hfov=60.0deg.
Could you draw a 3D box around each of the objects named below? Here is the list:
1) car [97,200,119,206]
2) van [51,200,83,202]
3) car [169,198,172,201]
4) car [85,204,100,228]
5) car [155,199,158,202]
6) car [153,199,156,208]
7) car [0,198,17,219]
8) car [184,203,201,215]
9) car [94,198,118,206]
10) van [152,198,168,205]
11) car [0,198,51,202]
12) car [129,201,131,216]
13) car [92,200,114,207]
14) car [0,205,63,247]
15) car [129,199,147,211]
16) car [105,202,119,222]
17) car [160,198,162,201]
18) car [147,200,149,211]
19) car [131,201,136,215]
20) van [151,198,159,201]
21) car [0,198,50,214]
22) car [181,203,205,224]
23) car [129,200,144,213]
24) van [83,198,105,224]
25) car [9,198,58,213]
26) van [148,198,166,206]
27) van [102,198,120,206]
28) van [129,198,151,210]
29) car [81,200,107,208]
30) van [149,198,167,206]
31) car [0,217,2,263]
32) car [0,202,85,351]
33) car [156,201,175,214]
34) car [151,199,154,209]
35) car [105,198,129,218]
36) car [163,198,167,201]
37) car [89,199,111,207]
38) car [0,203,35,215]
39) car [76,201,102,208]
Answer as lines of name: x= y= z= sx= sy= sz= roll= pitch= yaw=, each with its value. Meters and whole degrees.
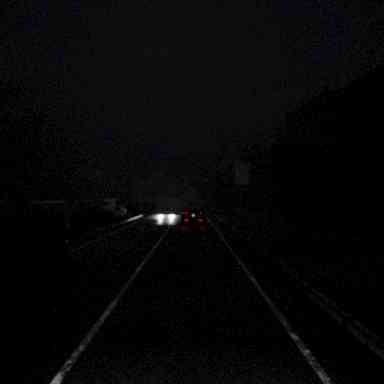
car: x=-22.212 y=2.897 z=88.011 sx=5.366 sy=1.575 sz=1.946 roll=0 pitch=-1 yaw=0
van: x=-8.732 y=1.470 z=18.500 sx=4.442 sy=1.987 sz=1.878 roll=0 pitch=-1 yaw=0
car: x=-8.923 y=2.708 z=91.374 sx=5.566 sy=2.045 sz=2.435 roll=0 pitch=-1 yaw=0
car: x=-8.845 y=1.739 z=21.301 sx=4.892 sy=1.521 sz=2.231 roll=0 pitch=-1 yaw=0
car: x=-8.897 y=2.347 z=57.735 sx=5.008 sy=1.535 sz=2.097 roll=0 pitch=-1 yaw=0
car: x=-8.869 y=2.326 z=54.932 sx=4.792 sy=1.488 sz=2.163 roll=0 pitch=-1 yaw=0
car: x=-21.921 y=1.697 z=35.128 sx=5.566 sy=2.045 sz=2.435 roll=0 pitch=-1 yaw=0
car: x=0.087 y=2.151 z=42.602 sx=2.033 sy=1.411 sz=5.357 roll=0 pitch=-1 yaw=0
car: x=-22.050 y=2.598 z=85.240 sx=5.566 sy=2.045 sz=2.435 roll=0 pitch=-1 yaw=0
van: x=-9.072 y=2.784 z=94.174 sx=4.442 sy=1.987 sz=1.878 roll=0 pitch=-1 yaw=0
car: x=-8.874 y=1.364 z=12.896 sx=5.566 sy=2.045 sz=2.435 roll=0 pitch=-1 yaw=0
car: x=-8.861 y=1.907 z=32.517 sx=4.892 sy=1.521 sz=2.231 roll=0 pitch=-1 yaw=0
car: x=-21.989 y=2.828 z=82.460 sx=4.792 sy=1.488 sz=2.163 roll=0 pitch=-1 yaw=0
car: x=-8.815 y=1.528 z=15.695 sx=4.553 sy=1.767 sz=2.185 roll=0 pitch=-1 yaw=0
car: x=-9.068 y=2.089 z=43.721 sx=5.366 sy=1.575 sz=1.946 roll=0 pitch=-1 yaw=0
car: x=-8.853 y=1.822 z=26.906 sx=5.008 sy=1.535 sz=2.097 roll=0 pitch=-1 yaw=0
car: x=-8.883 y=2.374 z=66.146 sx=4.553 sy=1.767 sz=2.185 roll=0 pitch=-1 yaw=0
car: x=-8.915 y=2.173 z=46.523 sx=4.792 sy=1.488 sz=2.163 roll=0 pitch=-1 yaw=0
car: x=-8.841 y=1.979 z=35.314 sx=4.792 sy=1.488 sz=2.163 roll=0 pitch=-1 yaw=0
van: x=-8.790 y=2.172 z=60.542 sx=4.442 sy=1.987 sz=1.878 roll=0 pitch=-1 yaw=0
car: x=-21.932 y=1.839 z=43.483 sx=5.566 sy=2.045 sz=2.435 roll=0 pitch=-1 yaw=0
car: x=0.097 y=1.874 z=28.013 sx=2.163 sy=1.488 sz=4.792 roll=0 pitch=-1 yaw=0
car: x=-8.873 y=2.043 z=40.921 sx=5.008 sy=1.535 sz=2.097 roll=0 pitch=-1 yaw=0
van: x=-8.971 y=1.554 z=24.106 sx=4.442 sy=1.987 sz=1.878 roll=0 pitch=-1 yaw=0
car: x=-21.937 y=1.887 z=46.144 sx=5.566 sy=2.045 sz=2.435 roll=0 pitch=-1 yaw=0
van: x=-9.059 y=2.631 z=85.767 sx=4.442 sy=1.987 sz=1.878 roll=0 pitch=-1 yaw=0
van: x=-22.146 y=2.724 z=90.790 sx=4.442 sy=1.987 sz=1.878 roll=0 pitch=-1 yaw=0
van: x=-8.774 y=1.968 z=49.331 sx=4.442 sy=1.987 sz=1.878 roll=0 pitch=-1 yaw=0
car: x=-21.820 y=2.644 z=74.135 sx=5.366 sy=1.575 sz=1.946 roll=0 pitch=-1 yaw=0
van: x=-9.063 y=2.682 z=88.570 sx=4.442 sy=1.987 sz=1.878 roll=0 pitch=-1 yaw=0
car: x=-8.851 y=1.578 z=10.088 sx=4.892 sy=1.521 sz=2.231 roll=0 pitch=-1 yaw=0
car: x=-3.350 y=1.254 z=4.120 sx=2.150 sy=2.045 sz=5.566 roll=0 pitch=-1 yaw=0
car: x=-3.344 y=2.243 z=44.834 sx=1.895 sy=1.301 sz=4.718 roll=0 pitch=-1 yaw=0
car: x=-8.865 y=2.275 z=52.129 sx=4.792 sy=1.488 sz=2.163 roll=0 pitch=-1 yaw=0
car: x=-8.890 y=1.612 z=29.714 sx=5.566 sy=2.045 sz=2.435 roll=0 pitch=-1 yaw=0
car: x=-8.894 y=2.351 z=71.754 sx=5.566 sy=2.045 sz=2.435 roll=0 pitch=-1 yaw=0
car: x=-22.045 y=2.623 z=79.686 sx=4.553 sy=1.767 sz=2.185 roll=0 pitch=-1 yaw=0
car: x=-21.955 y=2.079 z=40.570 sx=4.674 sy=1.452 sz=2.002 roll=0 pitch=-1 yaw=0
car: x=-22.007 y=2.598 z=71.359 sx=4.892 sy=1.521 sz=2.231 roll=0 pitch=-1 yaw=0
